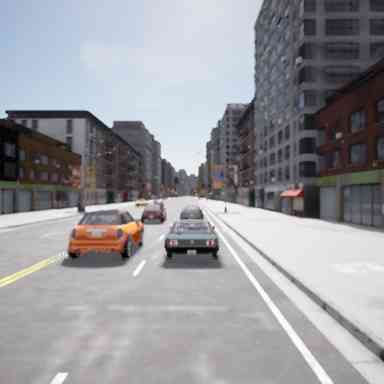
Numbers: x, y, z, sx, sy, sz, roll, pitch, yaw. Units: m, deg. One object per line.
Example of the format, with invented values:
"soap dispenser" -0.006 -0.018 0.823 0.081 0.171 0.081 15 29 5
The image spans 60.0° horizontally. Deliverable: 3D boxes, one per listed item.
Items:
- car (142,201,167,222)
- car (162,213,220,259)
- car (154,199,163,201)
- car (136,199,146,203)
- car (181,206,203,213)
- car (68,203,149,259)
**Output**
"car" -3.234 1.817 28.900 1.812 1.442 4.674 0 0 0
"car" 0.012 1.735 13.251 1.895 1.301 4.718 0 -1 0
"car" -6.534 2.165 64.539 2.128 1.511 4.902 0 -1 1
"car" -9.778 2.146 64.518 1.882 1.535 5.008 0 -1 0
"car" 0.011 1.852 28.476 1.994 1.385 4.181 0 0 1
"car" -3.235 1.487 13.426 2.097 1.767 4.553 0 -1 0
